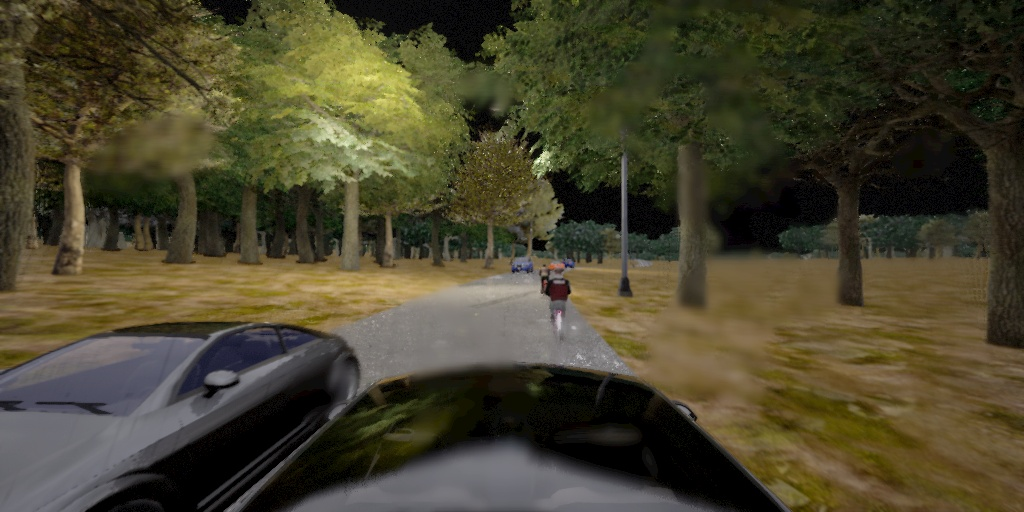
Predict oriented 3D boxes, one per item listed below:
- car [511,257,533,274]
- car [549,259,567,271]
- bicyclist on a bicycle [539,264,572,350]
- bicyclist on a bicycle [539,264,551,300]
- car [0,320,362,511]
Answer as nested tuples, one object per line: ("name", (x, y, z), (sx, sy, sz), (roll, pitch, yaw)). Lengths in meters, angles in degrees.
("car", (1.354, 1.163, 45.371), (2.150, 2.045, 5.566), (0, 0, 11))
("car", (7.125, 1.465, 56.920), (2.097, 1.767, 4.553), (0, -1, 13))
("bicyclist on a bicycle", (1.036, 1.112, 8.159), (0.659, 1.776, 1.843), (0, 0, 2))
("bicyclist on a bicycle", (1.560, 1.194, 17.098), (0.582, 1.620, 1.656), (0, 0, 4))
("car", (-3.027, 1.312, 3.098), (1.994, 1.385, 4.181), (0, 0, 1))
